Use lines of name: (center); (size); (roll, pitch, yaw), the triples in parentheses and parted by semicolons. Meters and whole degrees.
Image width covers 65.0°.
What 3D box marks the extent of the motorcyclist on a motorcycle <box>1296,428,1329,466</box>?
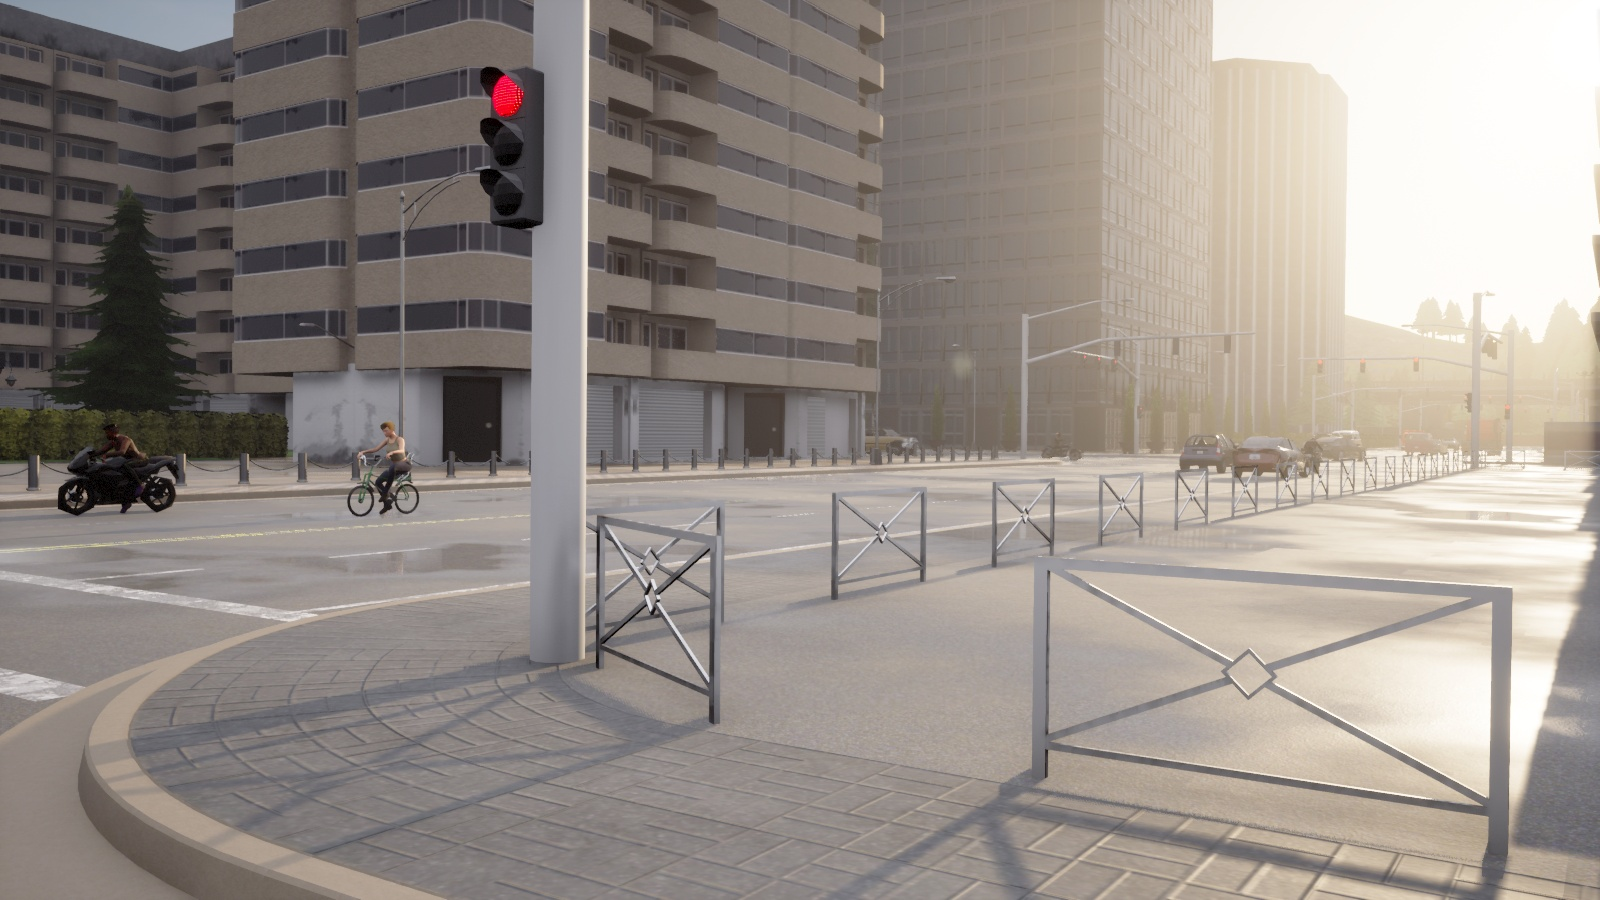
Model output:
motorcyclist on a motorcycle: (21.191, -0.134, 51.919); (0.866, 1.530, 2.191); (0, 1, 33)

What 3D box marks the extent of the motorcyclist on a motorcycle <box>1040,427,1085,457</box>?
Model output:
motorcyclist on a motorcycle: (14.857, -0.466, 71.064); (2.350, 1.649, 0.766); (1, 1, 32)

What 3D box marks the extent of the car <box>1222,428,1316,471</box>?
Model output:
car: (17.128, -0.048, 45.693); (2.163, 1.488, 4.792); (0, 1, 33)

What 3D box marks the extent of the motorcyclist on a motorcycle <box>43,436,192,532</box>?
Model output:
motorcyclist on a motorcycle: (-11.443, 0.529, 21.112); (0.797, 1.523, 2.044); (0, 1, 33)

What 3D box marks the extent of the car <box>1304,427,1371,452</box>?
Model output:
car: (33.046, -0.630, 77.203); (4.892, 1.490, 1.837); (0, 1, -41)

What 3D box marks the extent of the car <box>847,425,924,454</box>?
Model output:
car: (5.494, -0.666, 81.230); (4.605, 1.855, 1.932); (0, 1, 33)

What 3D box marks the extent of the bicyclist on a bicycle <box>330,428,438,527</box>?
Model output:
bicyclist on a bicycle: (-7.076, 0.440, 21.409); (0.866, 1.612, 1.509); (0, 1, 33)

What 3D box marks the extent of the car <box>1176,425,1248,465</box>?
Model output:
car: (17.102, -0.236, 52.056); (1.851, 1.617, 3.988); (0, 1, 33)
